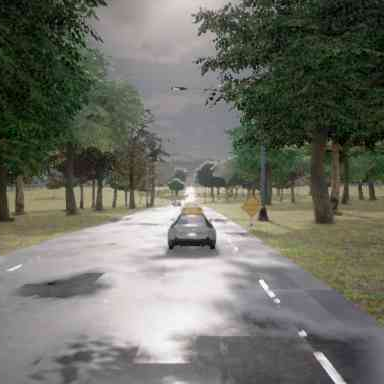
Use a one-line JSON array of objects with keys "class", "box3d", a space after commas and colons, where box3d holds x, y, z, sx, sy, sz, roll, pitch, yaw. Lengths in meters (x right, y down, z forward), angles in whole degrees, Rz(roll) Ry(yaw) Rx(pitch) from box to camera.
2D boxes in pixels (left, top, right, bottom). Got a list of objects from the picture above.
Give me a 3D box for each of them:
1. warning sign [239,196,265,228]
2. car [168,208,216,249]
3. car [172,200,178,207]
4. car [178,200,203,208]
[{"class": "warning sign", "box3d": [3.567, 1.166, 19.886, 1.300, 1.860, 1.060, 1, 1, 0]}, {"class": "car", "box3d": [0.000, 1.602, 14.655, 1.994, 1.385, 4.181, 0, 0, 0]}, {"class": "car", "box3d": [-3.499, 2.588, 76.600, 2.128, 1.511, 4.902, 0, -1, 0]}, {"class": "car", "box3d": [0.000, 1.618, 29.663, 1.882, 1.535, 5.008, 0, -1, 0]}]
